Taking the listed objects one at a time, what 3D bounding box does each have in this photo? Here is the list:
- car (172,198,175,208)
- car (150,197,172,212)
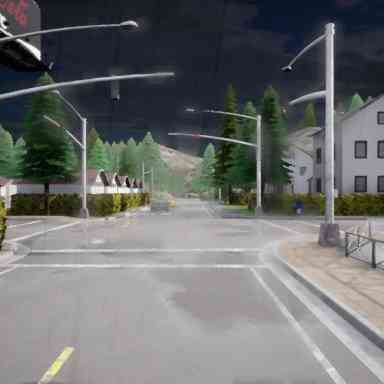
[{"bbox_3d":[-3.585,1.478,48.600,1.882,1.535,5.008,0,0,0],"label":"car"},{"bbox_3d":[-3.583,1.526,38.128,1.812,1.442,4.674,0,0,0],"label":"car"}]
